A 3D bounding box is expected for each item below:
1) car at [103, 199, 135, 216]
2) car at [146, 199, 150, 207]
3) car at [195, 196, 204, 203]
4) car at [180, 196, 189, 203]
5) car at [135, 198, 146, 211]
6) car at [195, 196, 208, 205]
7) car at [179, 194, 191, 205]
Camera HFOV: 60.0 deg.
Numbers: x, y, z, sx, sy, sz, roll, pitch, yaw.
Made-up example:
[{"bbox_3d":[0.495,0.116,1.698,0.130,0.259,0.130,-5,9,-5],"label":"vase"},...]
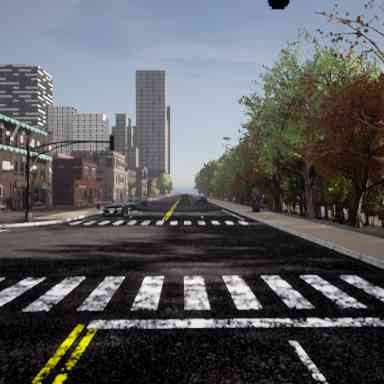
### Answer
[{"bbox_3d":[-7.329,1.542,32.574,2.128,1.511,4.902,0,0,-1],"label":"car"},{"bbox_3d":[-7.790,1.680,53.053,1.895,1.301,4.718,0,0,-1],"label":"car"},{"bbox_3d":[1.601,1.604,72.929,1.837,1.490,4.892,0,0,-1],"label":"car"},{"bbox_3d":[-1.656,1.584,74.187,1.882,1.535,5.008,0,0,-1],"label":"car"},{"bbox_3d":[-7.570,1.613,42.724,2.033,1.411,5.357,0,0,-2],"label":"car"},{"bbox_3d":[1.931,1.569,62.823,1.882,1.535,5.008,0,0,-1],"label":"car"},{"bbox_3d":[-1.335,1.314,63.605,2.150,2.045,5.566,0,0,-1],"label":"car"}]
